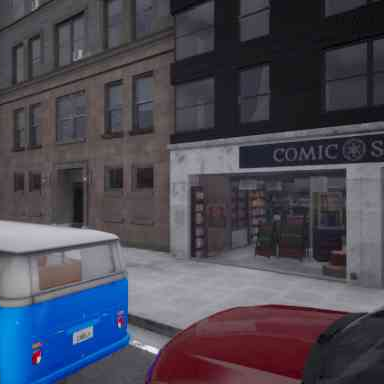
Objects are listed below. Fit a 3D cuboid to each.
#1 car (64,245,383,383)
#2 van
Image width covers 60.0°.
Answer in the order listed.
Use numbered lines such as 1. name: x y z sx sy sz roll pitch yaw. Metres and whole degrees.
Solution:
1. car: 1.917 1.315 1.442 5.009 1.841 2.192 0 0 36
2. van: -2.704 1.341 4.743 3.998 1.788 1.690 0 0 36
